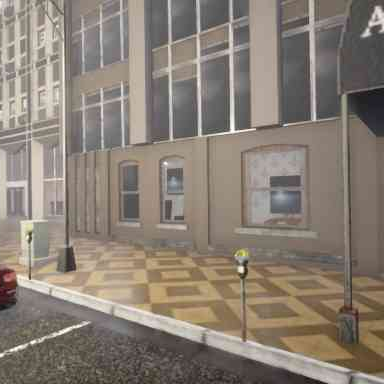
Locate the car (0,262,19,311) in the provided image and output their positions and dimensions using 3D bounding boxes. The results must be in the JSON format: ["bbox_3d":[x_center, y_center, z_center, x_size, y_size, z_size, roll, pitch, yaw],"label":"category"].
[{"bbox_3d":[-4.975,1.584,6.433,4.206,1.307,1.802,0,-1,35],"label":"car"}]
